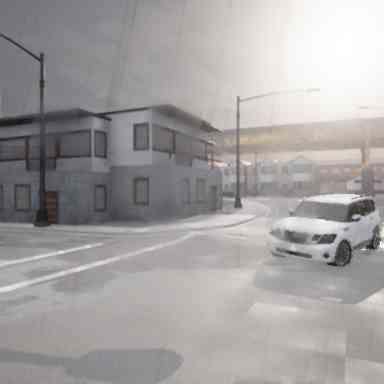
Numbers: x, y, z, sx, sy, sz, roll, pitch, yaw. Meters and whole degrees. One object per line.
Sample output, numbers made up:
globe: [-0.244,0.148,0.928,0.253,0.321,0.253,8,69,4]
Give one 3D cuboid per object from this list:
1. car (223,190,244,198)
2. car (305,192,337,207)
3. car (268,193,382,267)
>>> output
car: [7.476,0.356,60.786,1.837,1.490,4.892,2,-1,-30]
car: [13.755,0.784,35.704,1.994,1.385,4.181,0,2,4]
car: [4.909,1.167,11.734,2.150,2.045,5.566,5,6,44]
